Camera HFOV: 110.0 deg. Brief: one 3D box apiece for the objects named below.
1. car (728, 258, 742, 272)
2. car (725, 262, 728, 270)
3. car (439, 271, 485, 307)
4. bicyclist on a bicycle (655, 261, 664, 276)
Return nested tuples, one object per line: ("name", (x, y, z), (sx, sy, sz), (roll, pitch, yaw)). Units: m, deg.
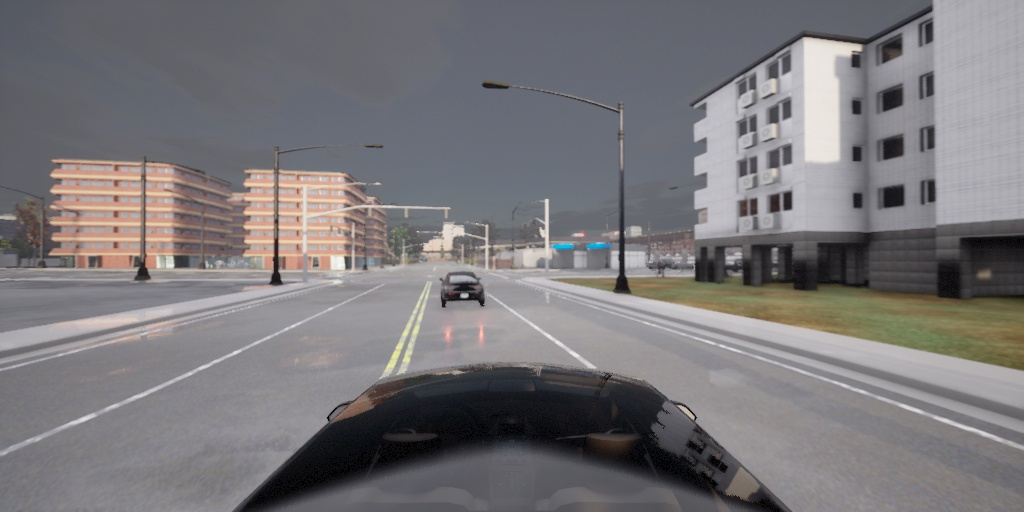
("car", (34.164, 1.337, 51.939), (5.566, 2.045, 2.150), (0, -1, -34))
("car", (32.418, 1.646, 54.997), (4.902, 1.511, 2.128), (0, -1, -35))
("car", (-2.336, 1.419, 16.451), (1.812, 1.442, 4.674), (0, 0, -12))
("bicyclist on a bicycle", (15.626, 1.343, 37.967), (0.582, 1.620, 1.656), (0, -1, -11))
